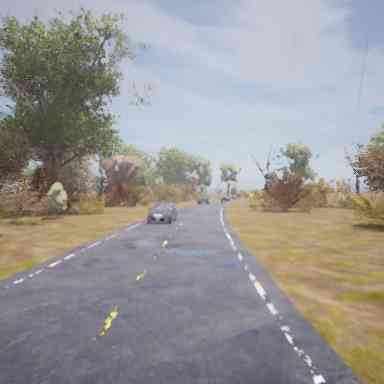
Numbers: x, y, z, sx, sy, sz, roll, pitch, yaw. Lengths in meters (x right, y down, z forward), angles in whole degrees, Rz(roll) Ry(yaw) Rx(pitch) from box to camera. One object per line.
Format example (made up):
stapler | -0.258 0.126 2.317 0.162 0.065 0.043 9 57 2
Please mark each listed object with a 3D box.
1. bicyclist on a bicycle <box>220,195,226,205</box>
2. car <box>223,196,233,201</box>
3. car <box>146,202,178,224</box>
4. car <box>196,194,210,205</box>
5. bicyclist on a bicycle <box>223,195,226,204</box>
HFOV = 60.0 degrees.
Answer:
bicyclist on a bicycle | 5.438 1.656 61.467 0.582 1.620 1.656 0 -1 9
car | 8.849 1.766 85.756 1.895 1.301 4.718 0 0 12
car | -2.232 1.566 25.673 2.128 1.511 4.902 0 0 4
car | 2.241 1.435 65.935 2.150 2.045 5.566 0 0 9
bicyclist on a bicycle | 6.873 1.607 70.494 0.659 1.776 1.843 0 0 10
